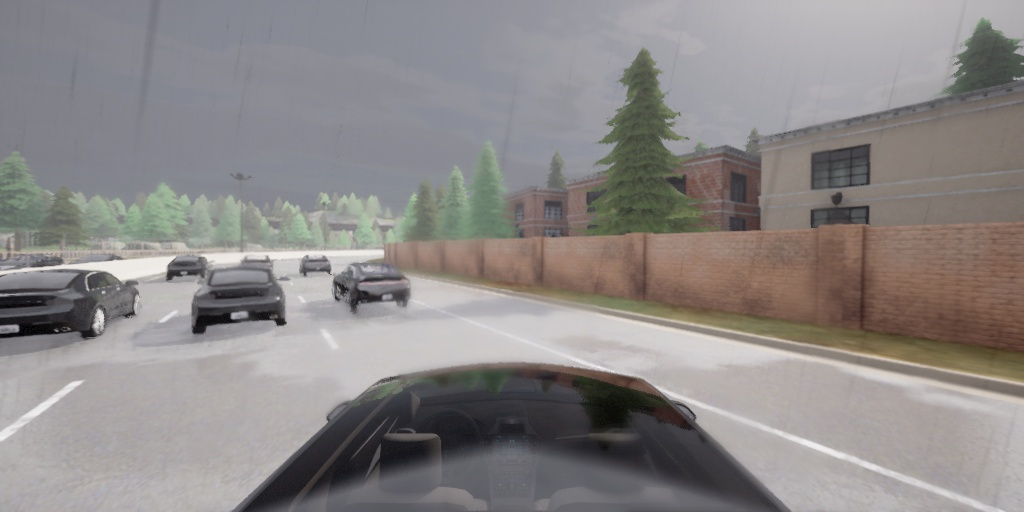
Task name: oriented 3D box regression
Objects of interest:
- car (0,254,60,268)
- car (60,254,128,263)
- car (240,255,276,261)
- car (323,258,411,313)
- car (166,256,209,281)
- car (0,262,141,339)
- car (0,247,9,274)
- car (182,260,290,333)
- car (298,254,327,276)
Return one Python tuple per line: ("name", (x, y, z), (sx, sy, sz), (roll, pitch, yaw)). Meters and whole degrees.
("car", (-34.981, 0.599, 26.120), (2.128, 1.511, 4.902), (-1, 1, -29))
("car", (-31.913, 0.581, 27.804), (1.882, 1.535, 5.008), (-1, 1, -29))
("car", (-17.727, 0.658, 25.054), (2.128, 1.511, 4.902), (-1, 2, -33))
("car", (-5.104, 0.975, 12.762), (2.128, 1.511, 4.902), (-1, 2, -34))
("car", (-20.672, 0.705, 23.162), (1.837, 1.490, 4.892), (-1, 2, -33))
("car", (-10.781, 1.064, 8.664), (1.837, 1.490, 4.892), (-1, 2, -34))
("car", (-38.034, 0.395, 24.405), (2.150, 2.045, 5.566), (-1, 1, -29))
("car", (-7.515, 1.042, 10.091), (1.837, 1.490, 4.892), (-1, 2, -34))
("car", (-14.845, 0.621, 27.039), (2.128, 1.511, 4.902), (-1, 2, -33))
